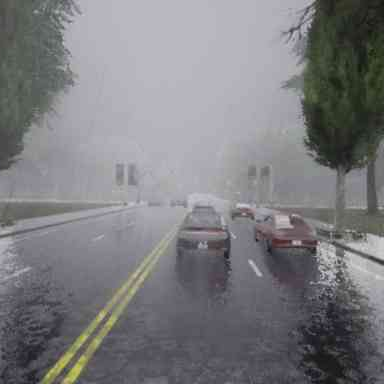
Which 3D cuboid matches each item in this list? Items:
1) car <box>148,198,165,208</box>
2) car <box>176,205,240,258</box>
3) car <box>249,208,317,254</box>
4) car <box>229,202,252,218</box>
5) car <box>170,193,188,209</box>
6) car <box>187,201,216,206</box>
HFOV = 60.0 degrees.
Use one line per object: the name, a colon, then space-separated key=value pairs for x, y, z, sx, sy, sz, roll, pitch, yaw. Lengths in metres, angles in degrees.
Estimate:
car: x=-5.013 y=1.551 z=46.810 sx=1.895 sy=1.301 sz=4.718 roll=1 pitch=0 yaw=2
car: x=0.446 y=1.504 z=12.858 sx=2.128 sy=1.511 sz=4.902 roll=1 pitch=0 yaw=2
car: x=3.738 y=1.594 z=13.807 sx=1.812 sy=1.442 sz=4.674 roll=1 pitch=0 yaw=2
car: x=4.259 y=1.610 z=28.873 sx=1.812 sy=1.442 sz=4.674 roll=1 pitch=0 yaw=2
car: x=-1.761 y=1.229 z=46.656 sx=2.150 sy=2.045 sz=5.566 roll=1 pitch=-1 yaw=2
car: x=0.969 y=1.520 z=27.897 sx=2.128 sy=1.511 sz=4.902 roll=1 pitch=0 yaw=2
